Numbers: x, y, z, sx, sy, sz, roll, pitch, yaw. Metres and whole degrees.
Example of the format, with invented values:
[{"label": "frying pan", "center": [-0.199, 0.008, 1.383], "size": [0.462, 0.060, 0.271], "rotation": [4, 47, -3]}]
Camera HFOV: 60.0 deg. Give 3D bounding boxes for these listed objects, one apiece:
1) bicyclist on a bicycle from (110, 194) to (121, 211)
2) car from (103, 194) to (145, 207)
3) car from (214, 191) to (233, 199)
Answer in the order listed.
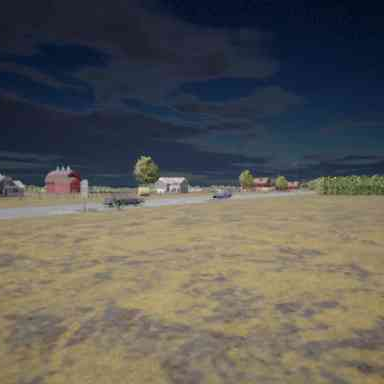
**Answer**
[{"label": "bicyclist on a bicycle", "center": [-7.578, 1.035, 32.983], "size": [1.656, 1.620, 0.582], "rotation": [-1, 1, 35]}, {"label": "car", "center": [-7.942, 0.961, 39.206], "size": [2.033, 1.411, 5.357], "rotation": [1, 2, 35]}, {"label": "car", "center": [5.553, 0.463, 58.308], "size": [1.994, 1.385, 4.181], "rotation": [1, 2, 36]}]
